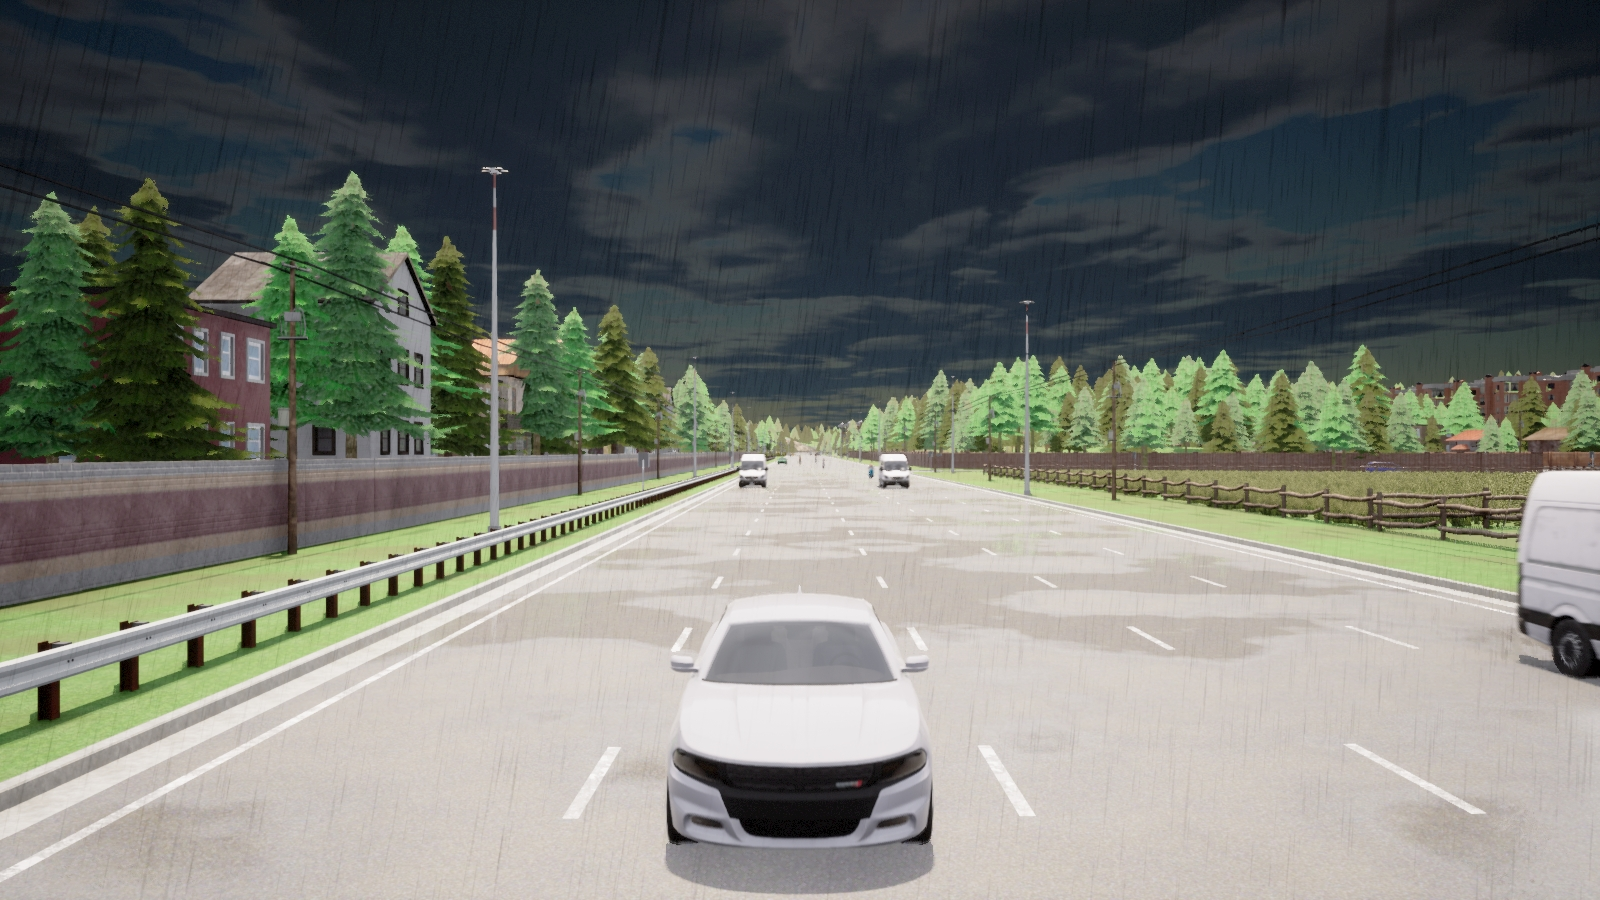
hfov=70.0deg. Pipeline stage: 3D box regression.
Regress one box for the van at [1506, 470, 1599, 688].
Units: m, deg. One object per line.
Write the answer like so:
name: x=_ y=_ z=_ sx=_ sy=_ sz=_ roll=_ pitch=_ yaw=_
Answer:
van: x=10.494 y=1.543 z=12.417 sx=1.988 sy=2.561 sz=5.915 roll=0 pitch=0 yaw=0

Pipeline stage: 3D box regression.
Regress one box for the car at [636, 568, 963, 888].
car: x=-0.002 y=2.042 z=9.831 sx=2.097 sy=1.535 sz=5.006 roll=0 pitch=0 yaw=0
